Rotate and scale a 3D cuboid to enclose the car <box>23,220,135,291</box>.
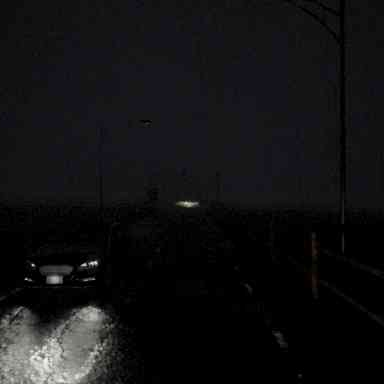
[{"bbox_3d":[-2.848,1.572,9.347,2.128,1.511,4.902,0,0,0],"label":"car"}]
